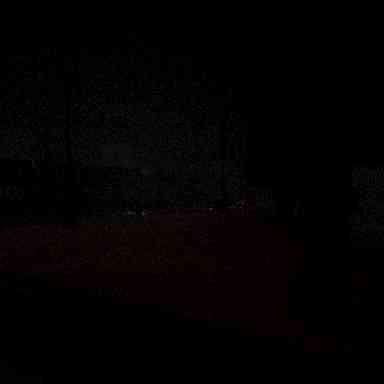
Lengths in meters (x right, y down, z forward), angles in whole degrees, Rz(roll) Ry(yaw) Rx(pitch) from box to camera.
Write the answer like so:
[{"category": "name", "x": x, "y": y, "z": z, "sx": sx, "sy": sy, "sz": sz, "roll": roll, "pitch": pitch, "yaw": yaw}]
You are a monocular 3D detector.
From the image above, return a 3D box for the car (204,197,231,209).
[{"category": "car", "x": 3.995, "y": 1.845, "z": 51.798, "sx": 2.033, "sy": 1.411, "sz": 5.357, "roll": -2, "pitch": -1, "yaw": 37}]

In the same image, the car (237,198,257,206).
[{"category": "car", "x": 9.913, "y": 1.799, "z": 59.769, "sx": 1.837, "sy": 1.490, "sz": 4.892, "roll": -2, "pitch": -1, "yaw": 37}]

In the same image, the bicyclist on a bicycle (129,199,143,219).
[{"category": "bicyclist on a bicycle", "x": -4.709, "y": 1.443, "z": 27.985, "sx": 1.656, "sy": 1.620, "sz": 0.582, "roll": -2, "pitch": -1, "yaw": 37}]

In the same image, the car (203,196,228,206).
[{"category": "car", "x": 4.108, "y": 1.574, "z": 57.874, "sx": 1.882, "sy": 1.535, "sz": 5.008, "roll": -2, "pitch": -1, "yaw": 37}]

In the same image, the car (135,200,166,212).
[{"category": "car", "x": -5.610, "y": 1.893, "z": 45.063, "sx": 1.837, "sy": 1.490, "sz": 4.892, "roll": -2, "pitch": -1, "yaw": 37}]
